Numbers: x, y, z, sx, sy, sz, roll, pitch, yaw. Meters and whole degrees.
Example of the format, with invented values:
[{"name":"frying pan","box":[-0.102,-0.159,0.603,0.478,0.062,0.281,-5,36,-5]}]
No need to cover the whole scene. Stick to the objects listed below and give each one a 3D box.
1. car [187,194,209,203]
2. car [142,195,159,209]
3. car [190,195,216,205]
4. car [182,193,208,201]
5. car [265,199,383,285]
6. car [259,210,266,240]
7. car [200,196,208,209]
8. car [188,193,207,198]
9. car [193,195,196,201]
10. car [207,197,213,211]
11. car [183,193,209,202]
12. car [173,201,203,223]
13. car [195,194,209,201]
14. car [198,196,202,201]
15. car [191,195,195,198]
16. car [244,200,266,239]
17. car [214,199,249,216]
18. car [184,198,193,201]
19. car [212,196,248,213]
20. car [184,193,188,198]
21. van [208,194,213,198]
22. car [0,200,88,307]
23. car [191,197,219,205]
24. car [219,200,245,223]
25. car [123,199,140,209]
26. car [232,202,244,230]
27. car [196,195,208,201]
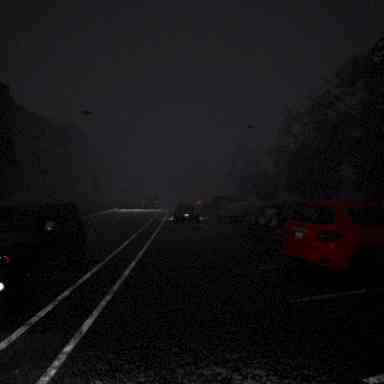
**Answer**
[{"name":"car","box":[1.367,1.426,74.804,4.553,1.767,2.185,0,1,-26]},{"name":"car","box":[-6.034,1.423,49.035,2.150,2.045,5.566,0,0,-4]},{"name":"car","box":[2.181,1.551,65.899,4.553,1.767,2.185,0,0,-26]},{"name":"car","box":[0.727,1.184,80.714,5.566,2.045,2.435,0,1,-27]},{"name":"car","box":[5.258,1.253,9.558,5.566,2.045,2.435,1,0,-21]},{"name":"car","box":[5.180,1.552,12.511,4.674,1.452,2.002,1,0,-21]},{"name":"car","box":[4.007,1.636,42.195,5.008,1.535,2.097,1,0,-24]},{"name":"car","box":[2.754,1.458,60.002,5.566,2.045,2.435,1,0,-25]},{"name":"car","box":[3.192,1.700,54.058,5.008,1.535,2.097,1,-1,-25]},{"name":"car","box":[4.484,1.589,33.296,5.008,1.535,2.097,1,0,-23]},{"name":"car","box":[1.004,1.242,77.725,5.566,2.045,2.435,0,1,-26]},{"name":"car","box":[-0.460,1.639,25.999,1.994,1.385,4.181,0,0,-2]},{"name":"car","box":[3.445,1.560,51.102,4.553,1.767,2.185,1,0,-24]},{"name":"car","box":[3.808,1.652,45.167,5.008,1.535,2.097,1,-1,-24]},{"name":"car","box":[2.977,1.711,57.019,4.892,1.521,2.231,1,0,-25]},{"name":"car","box":[5.082,1.394,15.477,4.553,1.767,2.185,1,0,-22]},{"name":"car","box":[4.729,1.563,27.364,5.008,1.535,2.097,1,-1,-22]},{"name":"car","box":[-1.257,1.757,42.240,1.895,1.301,4.718,0,0,-3]},{"name":"car","box":[4.581,1.450,30.325,4.553,1.767,2.185,1,-1,-23]},{"name":"car","box":[1.909,1.394,68.855,5.566,2.045,2.435,0,1,-26]},{"name":"van","box":[4.438,1.380,36.320,4.442,1.987,1.878,1,-1,-23]},{"name":"car","box":[-4.339,1.241,8.367,2.150,2.045,5.566,0,0,-1]},{"name":"car","box":[2.498,1.728,62.967,4.792,1.488,2.163,1,0,-25]},{"name":"car","box":[4.818,1.580,24.382,4.792,1.488,2.163,1,0,-22]},{"name":"car","box":[-8.832,1.733,48.909,1.812,1.442,4.674,0,0,-4]},{"name":"car","box":[5.045,1.531,18.451,4.892,1.521,2.231,1,0,-22]},{"name":"car","box":[3.790,1.668,48.207,5.366,1.575,1.946,1,-1,-24]}]
